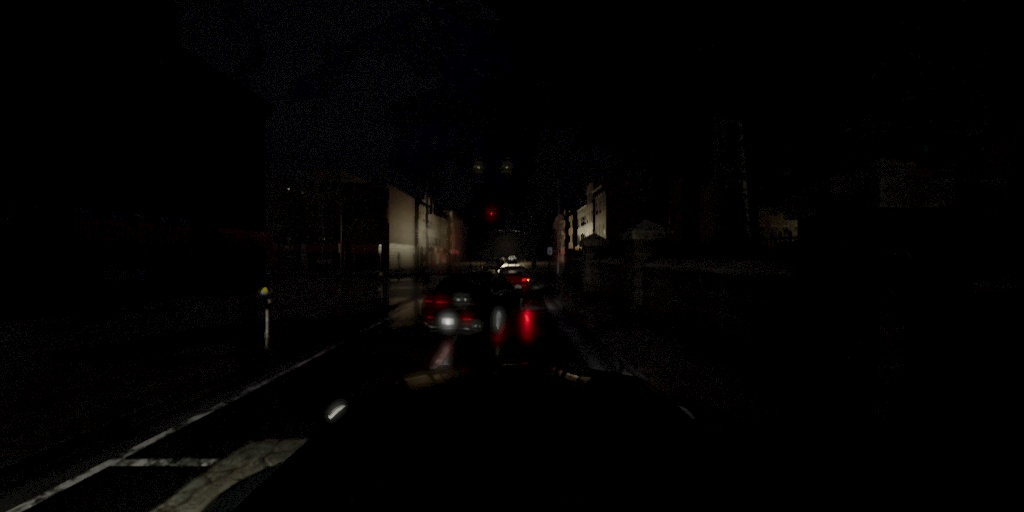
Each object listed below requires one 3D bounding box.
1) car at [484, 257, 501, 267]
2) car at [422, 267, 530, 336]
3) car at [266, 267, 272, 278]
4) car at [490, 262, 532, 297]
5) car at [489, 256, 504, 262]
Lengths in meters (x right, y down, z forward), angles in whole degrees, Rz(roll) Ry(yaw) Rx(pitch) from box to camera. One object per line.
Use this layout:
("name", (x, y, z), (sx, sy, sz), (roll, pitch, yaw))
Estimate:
("car", (-2.612, 1.164, 44.621), (1.751, 1.417, 4.829), (0, 0, 0))
("car", (-0.901, 1.230, 10.494), (1.837, 1.490, 4.892), (0, 0, 13))
("car", (-22.887, 1.193, 30.117), (4.902, 1.511, 2.128), (0, 0, 0))
("car", (0.059, 1.230, 18.438), (1.812, 1.442, 4.674), (0, 0, 1))
("car", (-2.609, 0.940, 50.242), (2.192, 1.841, 5.009), (0, 0, 0))
